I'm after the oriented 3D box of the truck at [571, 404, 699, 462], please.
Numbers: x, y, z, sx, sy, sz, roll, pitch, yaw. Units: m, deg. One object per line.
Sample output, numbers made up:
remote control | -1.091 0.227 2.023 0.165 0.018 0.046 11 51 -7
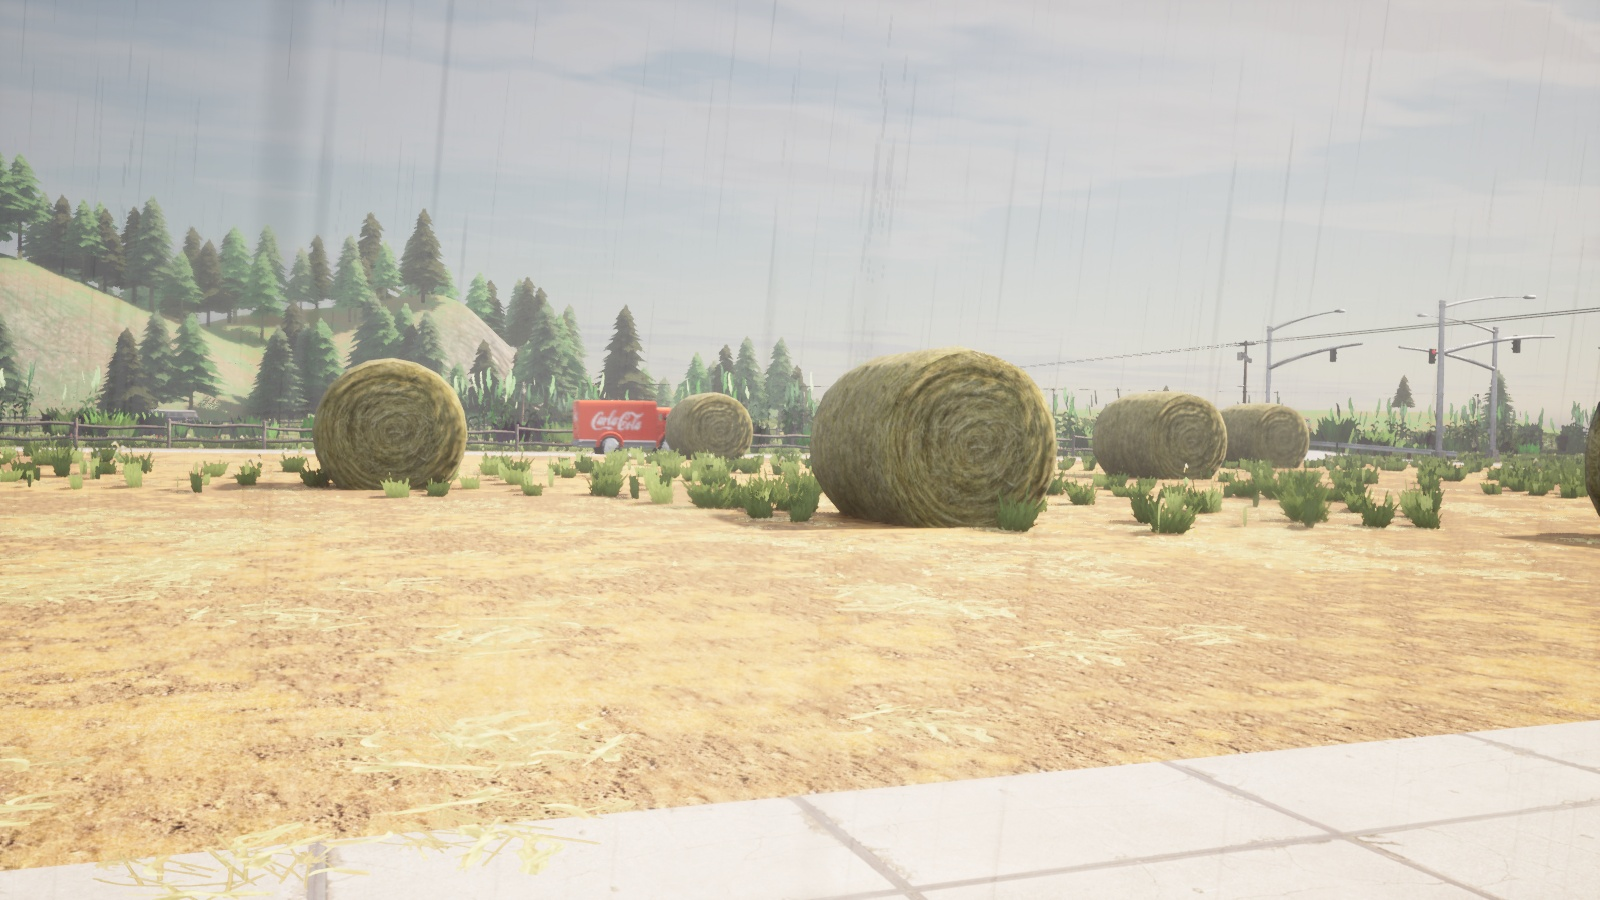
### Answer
truck | -7.285 -0.770 55.338 5.204 2.467 2.627 -1 1 -17
